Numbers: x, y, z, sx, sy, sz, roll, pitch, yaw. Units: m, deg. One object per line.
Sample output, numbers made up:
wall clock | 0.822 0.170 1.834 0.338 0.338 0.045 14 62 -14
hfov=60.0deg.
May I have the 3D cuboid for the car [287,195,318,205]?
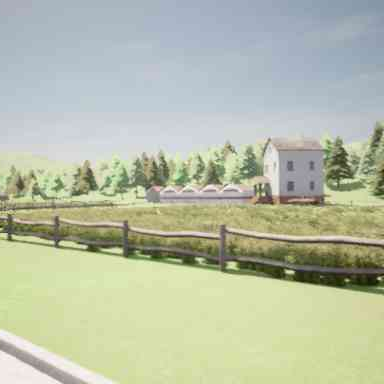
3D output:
car | 17.692 1.427 53.442 4.605 1.855 1.932 -1 -1 35
